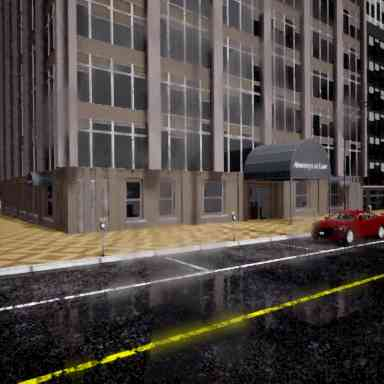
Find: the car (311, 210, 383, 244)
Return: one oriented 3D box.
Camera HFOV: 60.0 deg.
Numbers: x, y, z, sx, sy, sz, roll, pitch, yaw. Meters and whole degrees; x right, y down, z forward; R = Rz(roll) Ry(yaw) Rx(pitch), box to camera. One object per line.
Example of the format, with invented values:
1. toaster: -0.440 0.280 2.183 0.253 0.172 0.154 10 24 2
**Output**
1. car: 7.474 1.542 15.764 4.507 1.381 1.887 0 -1 -35
